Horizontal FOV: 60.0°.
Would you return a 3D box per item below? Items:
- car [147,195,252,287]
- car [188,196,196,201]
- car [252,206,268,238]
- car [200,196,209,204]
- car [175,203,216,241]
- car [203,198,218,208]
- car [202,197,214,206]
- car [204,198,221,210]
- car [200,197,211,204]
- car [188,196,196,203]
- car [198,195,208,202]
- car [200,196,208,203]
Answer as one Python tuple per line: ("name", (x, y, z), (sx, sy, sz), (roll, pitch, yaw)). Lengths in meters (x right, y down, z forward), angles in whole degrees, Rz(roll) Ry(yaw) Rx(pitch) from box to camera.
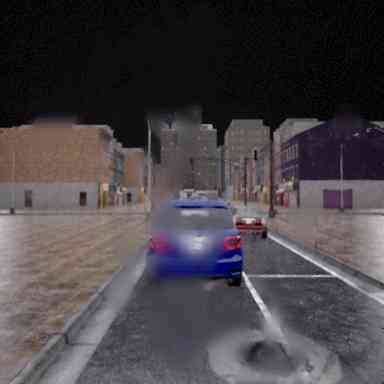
("car", (0.049, 1.208, 9.414), (2.150, 2.045, 5.566), (0, 0, -1))
("car", (0.031, 1.698, 84.830), (1.895, 1.301, 4.718), (0, -1, 0))
("car", (2.669, 1.421, 17.523), (1.967, 1.590, 4.097), (2, 0, 0))
("car", (2.681, 1.692, 71.626), (1.752, 1.417, 4.829), (1, 0, 0))
("car", (0.105, 1.459, 17.707), (1.882, 1.535, 5.008), (0, 0, -1))
("car", (2.674, 1.602, 49.707), (1.947, 1.339, 4.313), (1, 0, 0))
("car", (2.677, 1.588, 55.313), (1.752, 1.417, 4.829), (1, 0, 0))
("car", (2.672, 1.581, 44.270), (1.947, 1.339, 4.313), (1, 0, 0))
("car", (2.678, 1.693, 66.019), (1.947, 1.339, 4.313), (1, 0, 0))
("car", (0.027, 1.679, 74.372), (1.837, 1.490, 4.892), (0, 0, 0))
("car", (2.689, 1.565, 82.334), (2.192, 1.841, 5.009), (1, 0, 0))
("car", (2.683, 1.733, 77.064), (1.752, 1.417, 4.829), (1, 0, 0))
